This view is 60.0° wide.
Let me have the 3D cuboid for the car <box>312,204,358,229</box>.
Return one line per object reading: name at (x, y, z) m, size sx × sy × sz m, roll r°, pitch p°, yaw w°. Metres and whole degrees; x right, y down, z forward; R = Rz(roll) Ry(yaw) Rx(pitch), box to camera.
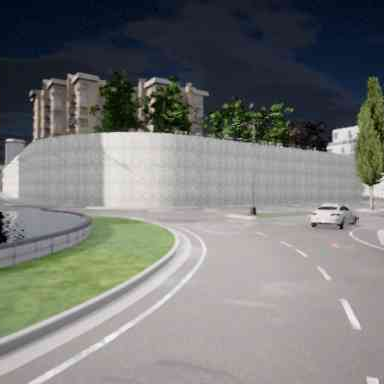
car at (9.129, 1.475, 21.313) m, size 1.812 × 1.442 × 4.674 m, roll 0°, pitch 0°, yaw 38°
